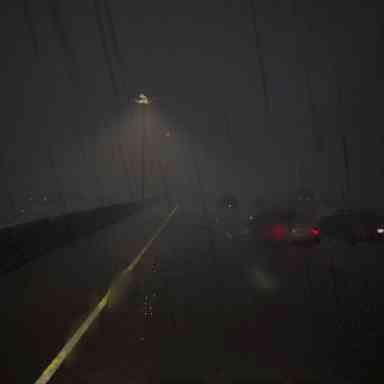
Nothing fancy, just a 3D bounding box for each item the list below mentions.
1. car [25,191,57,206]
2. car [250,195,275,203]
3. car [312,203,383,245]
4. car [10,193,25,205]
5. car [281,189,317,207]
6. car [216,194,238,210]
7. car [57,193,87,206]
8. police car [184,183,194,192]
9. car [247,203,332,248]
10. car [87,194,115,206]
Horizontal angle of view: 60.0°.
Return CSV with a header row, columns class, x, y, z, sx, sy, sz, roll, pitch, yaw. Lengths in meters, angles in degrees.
class,x,y,z,sx,sy,sz,roll,pitch,yaw
car,-17.583,0.738,39.875,2.097,1.767,4.553,0,1,0
car,7.106,1.005,33.963,2.128,1.511,4.902,0,1,0
car,7.103,1.406,14.528,1.994,1.385,4.181,0,1,0
car,-21.075,0.863,42.000,1.812,1.442,4.674,0,1,0
car,10.606,0.751,33.154,2.150,2.045,5.566,0,1,0
car,3.606,1.016,34.090,1.837,1.490,4.892,0,1,0
car,-14.084,0.884,40.198,1.837,1.490,4.892,0,1,0
police car,-1.208,-0.899,92.806,1.930,1.638,5.238,0,2,0
car,3.604,1.398,13.896,2.033,1.411,5.357,0,1,0
car,-10.585,0.952,39.800,1.994,1.385,4.181,0,1,0
